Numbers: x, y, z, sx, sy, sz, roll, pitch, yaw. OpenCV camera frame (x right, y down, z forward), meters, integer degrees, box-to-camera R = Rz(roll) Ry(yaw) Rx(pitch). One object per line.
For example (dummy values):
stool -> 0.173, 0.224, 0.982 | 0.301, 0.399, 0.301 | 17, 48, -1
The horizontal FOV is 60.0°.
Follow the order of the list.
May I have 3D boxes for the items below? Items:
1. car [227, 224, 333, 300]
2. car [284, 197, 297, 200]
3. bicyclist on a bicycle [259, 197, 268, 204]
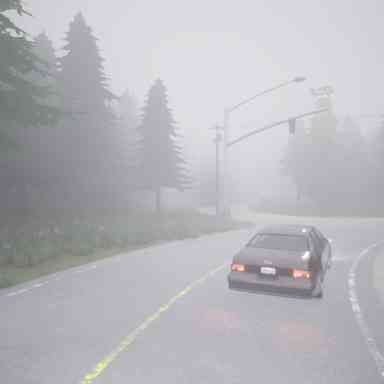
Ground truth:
car -> 2.520, 1.547, 8.623 | 2.033, 1.411, 5.357 | 0, 0, 25
car -> 19.591, 1.589, 65.547 | 4.181, 1.385, 1.994 | 0, 0, -44
bicyclist on a bicycle -> 8.614, 1.479, 40.147 | 1.656, 1.620, 0.582 | 0, 0, -1
